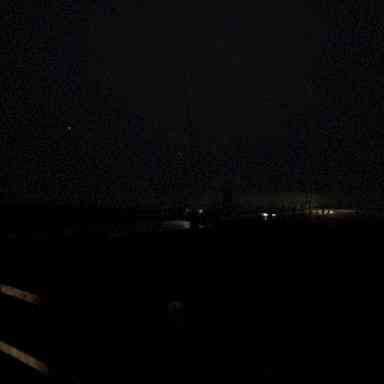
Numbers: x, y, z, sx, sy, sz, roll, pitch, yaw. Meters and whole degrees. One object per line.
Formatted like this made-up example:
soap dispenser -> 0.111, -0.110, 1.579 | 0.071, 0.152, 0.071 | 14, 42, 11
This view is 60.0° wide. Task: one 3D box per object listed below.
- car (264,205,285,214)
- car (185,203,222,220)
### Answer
car -> 12.603, 2.654, 50.720 | 1.994, 1.385, 4.181 | 1, -1, 35
car -> 1.226, 1.916, 34.545 | 2.097, 1.767, 4.553 | 1, -1, 35
